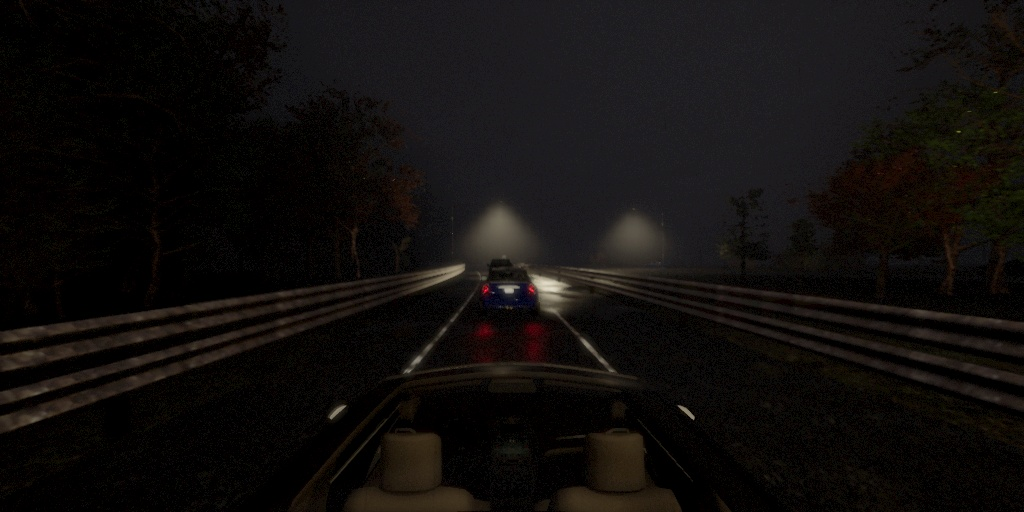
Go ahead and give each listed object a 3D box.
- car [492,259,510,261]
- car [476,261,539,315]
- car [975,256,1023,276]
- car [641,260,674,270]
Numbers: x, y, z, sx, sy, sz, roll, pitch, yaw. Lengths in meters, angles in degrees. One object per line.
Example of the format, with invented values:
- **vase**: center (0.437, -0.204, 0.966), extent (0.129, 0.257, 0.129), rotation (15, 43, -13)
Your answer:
- **car**: center (-1.040, 1.292, 32.193), extent (2.150, 2.045, 5.566), rotation (0, -1, -4)
- **car**: center (-0.156, 1.233, 14.344), extent (2.097, 1.767, 4.553), rotation (0, -1, -2)
- **car**: center (38.022, 0.767, 26.537), extent (2.097, 1.767, 4.553), rotation (0, -1, -26)
- **car**: center (23.072, 1.412, 57.086), extent (2.033, 1.411, 5.357), rotation (0, -1, -26)
